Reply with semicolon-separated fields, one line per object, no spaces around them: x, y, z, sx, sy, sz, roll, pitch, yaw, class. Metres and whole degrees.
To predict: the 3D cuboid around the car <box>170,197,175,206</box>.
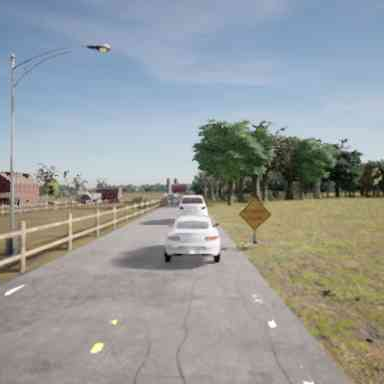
-2.754;1.656;58.333;2.128;1.511;4.902;0;0;1;car

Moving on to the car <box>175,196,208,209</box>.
0.049;1.301;26.467;2.150;2.045;5.566;0;0;0;car

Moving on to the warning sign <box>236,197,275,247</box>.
2.471;1.156;13.103;1.300;1.860;1.060;1;0;0;warning sign

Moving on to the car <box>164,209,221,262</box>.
0.047;1.564;12.191;1.812;1.442;4.674;0;-1;1;car
